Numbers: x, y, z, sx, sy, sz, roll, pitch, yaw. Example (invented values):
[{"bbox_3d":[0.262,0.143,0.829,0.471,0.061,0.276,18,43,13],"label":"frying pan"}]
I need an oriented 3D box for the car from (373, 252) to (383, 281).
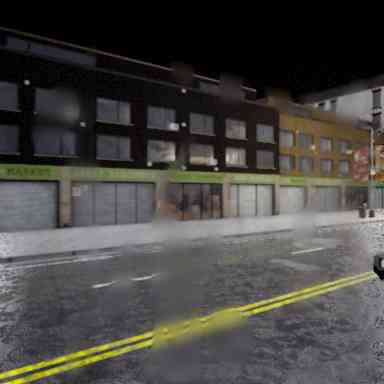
[{"bbox_3d":[6.428,1.598,8.019,4.718,1.301,1.895,0,0,-36],"label":"car"}]
